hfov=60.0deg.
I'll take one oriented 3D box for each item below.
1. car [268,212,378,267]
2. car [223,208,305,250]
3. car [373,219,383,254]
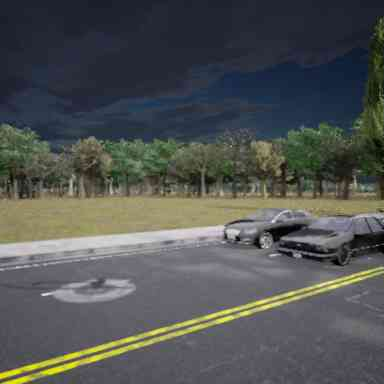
[{"bbox_3d":[5.308,1.498,11.469,5.357,1.411,2.033,0,0,-36],"label":"car"},{"bbox_3d":[3.494,1.442,14.166,4.902,1.511,2.128,0,0,-36],"label":"car"},{"bbox_3d":[6.942,1.444,8.397,4.902,1.511,2.128,0,0,-36],"label":"car"}]
